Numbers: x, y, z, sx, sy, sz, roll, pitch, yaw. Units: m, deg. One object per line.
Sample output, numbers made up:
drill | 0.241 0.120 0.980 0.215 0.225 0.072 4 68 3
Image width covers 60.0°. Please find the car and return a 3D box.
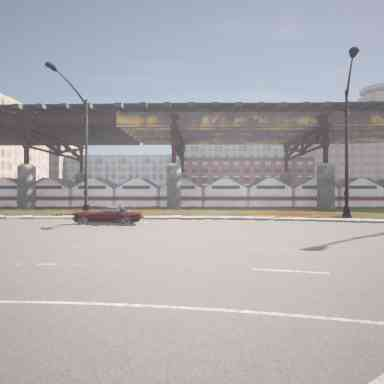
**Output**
car | -5.659 1.601 22.851 4.718 1.301 1.895 0 0 1
